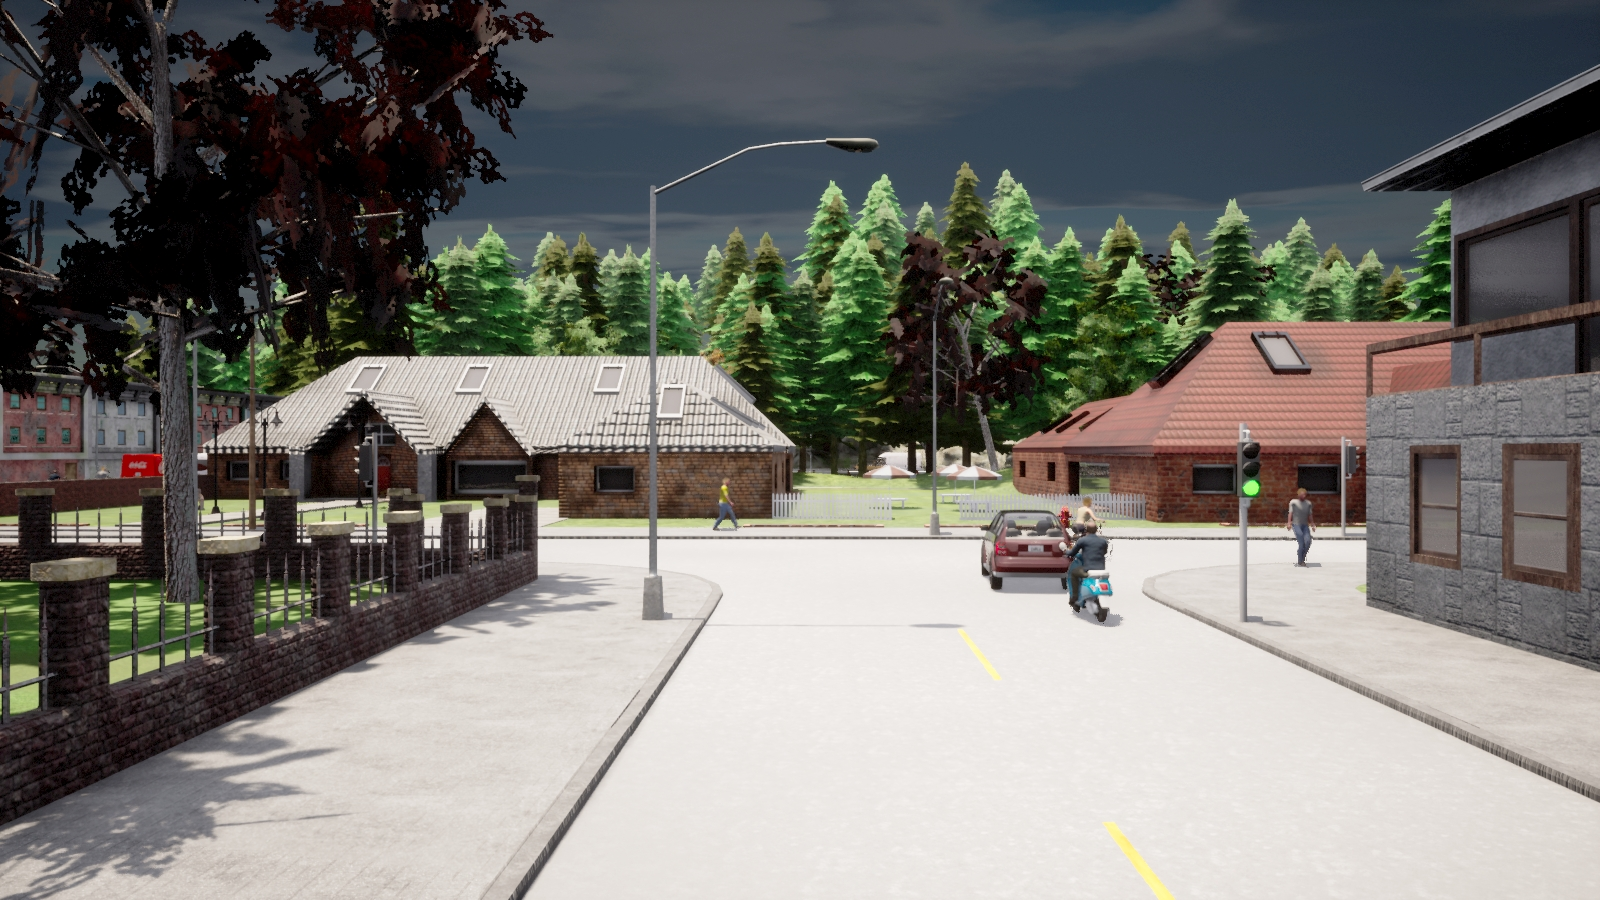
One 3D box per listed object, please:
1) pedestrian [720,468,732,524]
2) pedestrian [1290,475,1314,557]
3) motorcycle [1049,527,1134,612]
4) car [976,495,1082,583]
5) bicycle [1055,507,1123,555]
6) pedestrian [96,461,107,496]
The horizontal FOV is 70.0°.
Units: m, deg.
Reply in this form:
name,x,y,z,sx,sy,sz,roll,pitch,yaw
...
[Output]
name,x,y,z,sx,sy,sz,roll,pitch,yaw
pedestrian,-2.456,1.524,37.989,0.375,1.860,0.375,0,0,2
pedestrian,11.550,1.518,26.295,0.375,1.860,0.375,0,0,-5
motorcycle,4.825,1.962,19.051,0.856,1.236,1.805,0,0,-4
car,4.755,1.807,24.143,1.789,1.549,3.705,0,0,5
bicycle,7.330,2.036,28.949,1.487,1.080,0.859,0,1,-31
pedestrian,-37.078,1.524,60.649,0.375,1.860,0.375,0,0,3
